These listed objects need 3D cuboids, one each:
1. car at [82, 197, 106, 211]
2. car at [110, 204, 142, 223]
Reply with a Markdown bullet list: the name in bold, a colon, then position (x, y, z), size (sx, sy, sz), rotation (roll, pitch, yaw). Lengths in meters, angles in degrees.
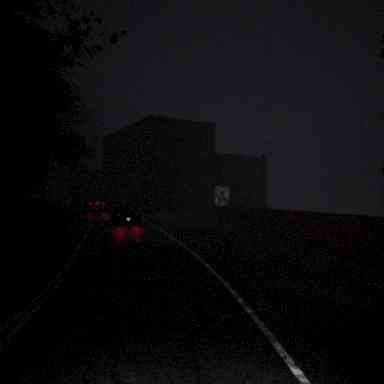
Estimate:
- **car**: position (-12.064, 1.390, 40.645), size (2.097, 1.767, 4.553), rotation (0, 0, -28)
- **car**: position (-5.107, 1.593, 25.145), size (1.895, 1.301, 4.718), rotation (0, 0, -18)
